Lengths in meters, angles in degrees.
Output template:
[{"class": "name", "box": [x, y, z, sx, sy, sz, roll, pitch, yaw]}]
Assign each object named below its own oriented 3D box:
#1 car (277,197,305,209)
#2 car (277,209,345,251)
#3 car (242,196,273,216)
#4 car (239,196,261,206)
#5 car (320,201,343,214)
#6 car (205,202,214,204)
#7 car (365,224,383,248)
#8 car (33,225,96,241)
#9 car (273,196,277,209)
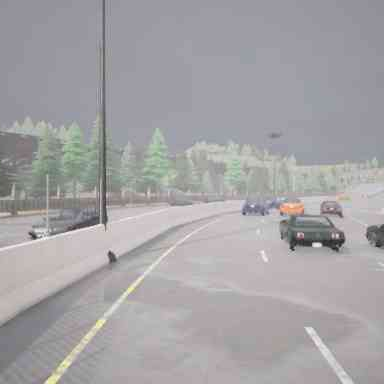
[{"class": "car", "box": [9.920, 1.351, 32.605, 2.097, 1.767, 4.553, 0, 0, 21]}, {"class": "car", "box": [4.851, 1.600, 14.124, 1.895, 1.301, 4.718, 0, 0, 9]}, {"class": "car", "box": [6.449, 1.350, 33.286, 2.097, 1.767, 4.553, 0, 0, 20]}, {"class": "car", "box": [9.808, 1.475, 55.773, 1.882, 1.535, 5.008, 0, 0, 34]}, {"class": "car", "box": [13.186, 1.545, 31.544, 2.033, 1.411, 5.357, 0, 0, 21]}, {"class": "car", "box": [3.390, 1.475, 51.913, 1.882, 1.535, 5.008, 0, 0, 30]}, {"class": "car", "box": [8.054, 1.547, 11.786, 2.033, 1.411, 5.357, 0, 0, 8]}, {"class": "car", "box": [-5.647, 1.491, 15.724, 2.128, 1.511, 4.902, 0, 0, 9]}, {"class": "car", "box": [10.531, 1.350, 42.719, 2.097, 1.767, 4.553, 0, 0, 28]}]
